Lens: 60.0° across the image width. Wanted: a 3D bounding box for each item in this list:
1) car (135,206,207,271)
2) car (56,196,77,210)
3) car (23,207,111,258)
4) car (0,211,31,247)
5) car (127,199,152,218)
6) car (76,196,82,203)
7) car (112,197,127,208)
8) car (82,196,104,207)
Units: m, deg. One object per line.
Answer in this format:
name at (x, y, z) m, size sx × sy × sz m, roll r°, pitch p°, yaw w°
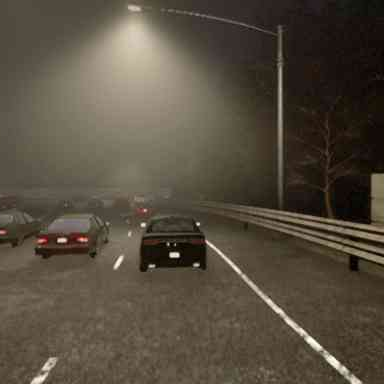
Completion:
car at (-0.683, 1.462, 11.004) m, size 1.882 × 1.535 × 5.008 m, roll 0°, pitch 0°, yaw -5°
car at (-15.868, 1.555, 41.535) m, size 1.994 × 1.385 × 4.181 m, roll 0°, pitch 0°, yaw -24°
car at (-4.344, 1.543, 12.804) m, size 2.033 × 1.411 × 5.357 m, roll 0°, pitch 0°, yaw -7°
car at (-8.162, 1.553, 14.842) m, size 2.033 × 1.411 × 5.357 m, roll 0°, pitch 0°, yaw -9°
car at (-4.511, 1.531, 30.229) m, size 1.994 × 1.385 × 4.181 m, roll 0°, pitch 0°, yaw -15°
car at (-23.554, 1.454, 68.392) m, size 1.882 × 1.535 × 5.008 m, roll 0°, pitch 0°, yaw -38°
car at (-10.166, 1.438, 47.305) m, size 1.882 × 1.535 × 5.008 m, roll 0°, pitch 0°, yaw -20°
car at (-12.625, 1.455, 42.873) m, size 1.882 × 1.535 × 5.008 m, roll 0°, pitch 0°, yaw -23°
